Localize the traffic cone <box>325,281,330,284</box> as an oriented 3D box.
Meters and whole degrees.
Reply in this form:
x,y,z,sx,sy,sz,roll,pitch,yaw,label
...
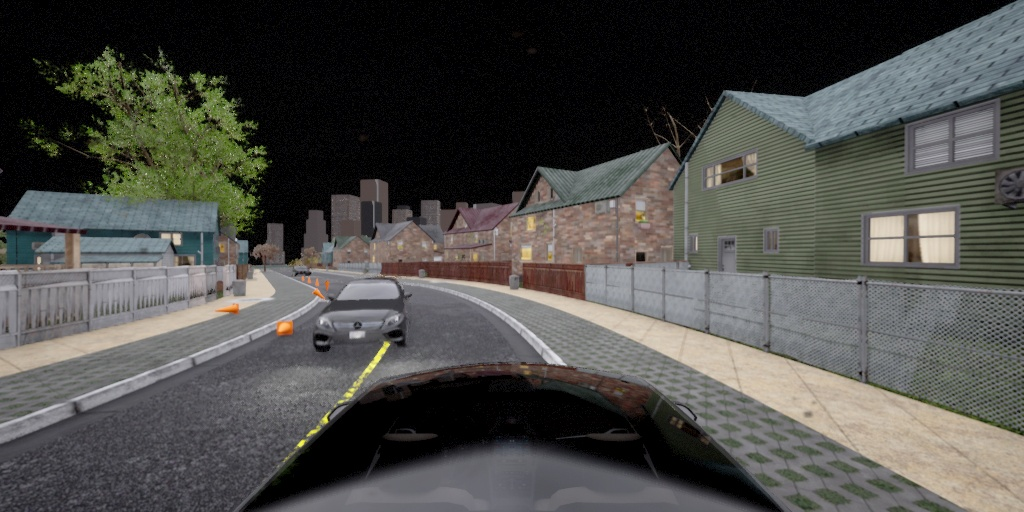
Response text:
x,y,z,sx,sy,sz,roll,pitch,yaw,label
-11.702,1.328,22.688,0.340,0.580,0.340,0,0,-24,traffic cone

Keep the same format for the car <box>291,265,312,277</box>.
x,y,z,sx,sy,sz,roll,pitch,yaw,label
-28.675,2.007,48.656,1.837,1.490,4.892,-1,-1,-37,car

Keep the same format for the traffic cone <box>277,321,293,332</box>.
x,y,z,sx,sy,sz,roll,pitch,yaw,label
-5.858,1.566,9.248,0.340,0.580,0.340,0,0,-20,traffic cone

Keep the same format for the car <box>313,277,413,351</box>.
x,y,z,sx,sy,sz,roll,pitch,yaw,label
-3.595,1.302,9.324,1.812,1.442,4.674,0,0,-14,car

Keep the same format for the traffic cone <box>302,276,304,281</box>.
x,y,z,sx,sy,sz,roll,pitch,yaw,label
-20.926,2.195,35.911,0.340,0.580,0.340,0,0,-36,traffic cone

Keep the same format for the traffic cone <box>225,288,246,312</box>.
x,y,z,sx,sy,sz,roll,pitch,yaw,label
-9.115,1.447,11.830,0.340,0.580,0.340,0,0,-19,traffic cone

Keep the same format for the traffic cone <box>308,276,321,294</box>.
x,y,z,sx,sy,sz,roll,pitch,yaw,label
-8.869,1.278,16.096,0.340,0.580,0.340,0,0,-30,traffic cone
